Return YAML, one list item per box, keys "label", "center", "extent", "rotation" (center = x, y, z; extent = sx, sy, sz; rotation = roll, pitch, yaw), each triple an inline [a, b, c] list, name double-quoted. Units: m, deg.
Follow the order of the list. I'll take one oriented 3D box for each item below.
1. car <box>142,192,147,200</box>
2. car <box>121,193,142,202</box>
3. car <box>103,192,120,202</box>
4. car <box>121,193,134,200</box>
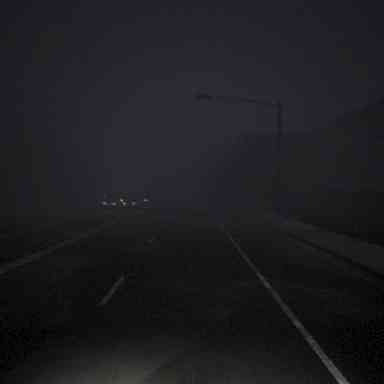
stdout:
- label: "car"
  center: [-10.480, 0.837, 71.780]
  extent: [1.882, 1.535, 5.008]
  rotation: [0, 1, 0]
- label: "car"
  center: [-10.513, 0.961, 57.914]
  extent: [1.882, 1.535, 5.008]
  rotation: [0, 0, 0]
- label: "car"
  center: [-14.008, 0.831, 58.213]
  extent: [2.097, 1.767, 4.553]
  rotation: [0, 1, 0]
- label: "car"
  center: [-13.980, 0.953, 71.933]
  extent: [1.895, 1.301, 4.718]
  rotation: [0, 1, 0]
